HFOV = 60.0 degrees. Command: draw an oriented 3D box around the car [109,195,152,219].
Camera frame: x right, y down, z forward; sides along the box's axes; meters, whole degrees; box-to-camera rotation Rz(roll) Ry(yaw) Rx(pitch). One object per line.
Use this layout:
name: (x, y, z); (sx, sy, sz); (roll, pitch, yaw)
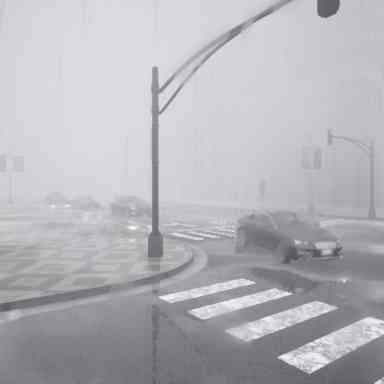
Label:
car: (-4.657, 1.047, 25.554); (2.097, 1.767, 4.553); (0, 1, -36)

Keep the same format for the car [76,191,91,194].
car: (-21.671, 0.519, 66.194); (1.882, 1.535, 5.008); (0, 1, -36)

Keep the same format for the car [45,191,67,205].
car: (-18.008, 0.716, 44.140); (2.097, 1.767, 4.553); (0, 1, -36)

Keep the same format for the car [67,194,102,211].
car: (-10.947, 1.143, 34.293); (1.895, 1.301, 4.718); (0, 1, -36)

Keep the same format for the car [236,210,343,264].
car: (3.194, 1.416, 11.836); (2.128, 1.511, 4.902); (0, 1, -16)
